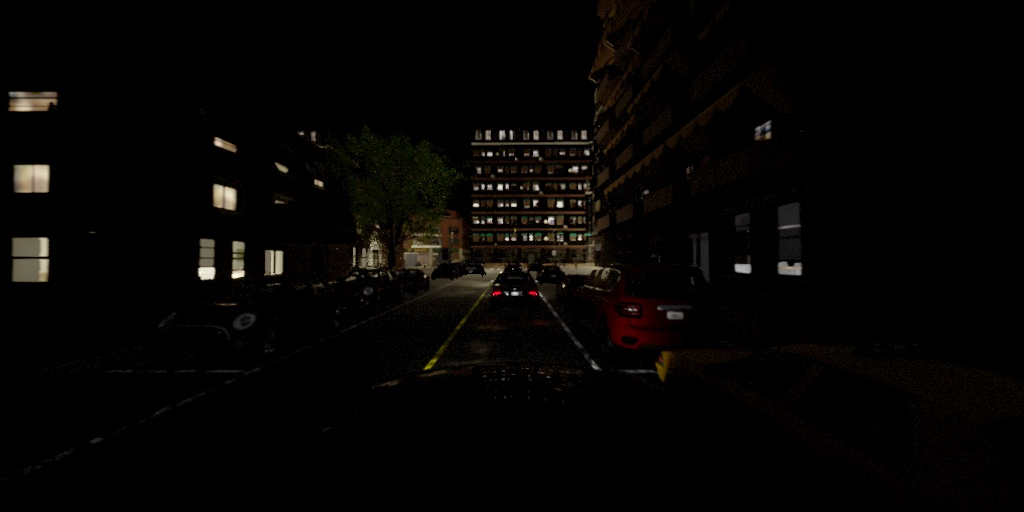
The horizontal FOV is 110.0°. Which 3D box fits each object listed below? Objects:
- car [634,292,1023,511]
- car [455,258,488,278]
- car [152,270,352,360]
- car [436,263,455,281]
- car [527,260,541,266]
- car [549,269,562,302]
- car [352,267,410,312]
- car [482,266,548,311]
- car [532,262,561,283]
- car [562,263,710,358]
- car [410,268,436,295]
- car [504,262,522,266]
[{"bbox_3d":[2.692,1.276,2.817,1.751,1.417,4.829,0,0,0],"label":"car"},{"bbox_3d":[-2.997,0.864,28.463,1.882,1.535,5.008,0,0,0],"label":"car"},{"bbox_3d":[-5.656,1.194,8.276,1.967,1.591,4.097,0,0,0],"label":"car"},{"bbox_3d":[-5.654,1.339,31.022,1.948,1.339,4.313,0,0,0],"label":"car"},{"bbox_3d":[2.741,1.225,42.451,1.967,1.591,4.097,0,0,0],"label":"car"},{"bbox_3d":[2.693,1.341,14.021,1.802,1.307,4.207,0,0,0],"label":"car"},{"bbox_3d":[-5.656,1.198,13.964,1.967,1.591,4.097,0,0,0],"label":"car"},{"bbox_3d":[0.101,1.306,14.492,2.033,1.411,5.357,0,0,0],"label":"car"},{"bbox_3d":[2.693,1.334,25.394,1.948,1.339,4.313,0,0,0],"label":"car"},{"bbox_3d":[2.692,1.069,8.335,2.192,1.841,5.009,0,0,0],"label":"car"},{"bbox_3d":[-5.655,1.345,19.650,1.802,1.307,4.207,0,0,0],"label":"car"},{"bbox_3d":[0.105,1.346,39.228,1.994,1.385,4.181,0,0,0],"label":"car"}]
